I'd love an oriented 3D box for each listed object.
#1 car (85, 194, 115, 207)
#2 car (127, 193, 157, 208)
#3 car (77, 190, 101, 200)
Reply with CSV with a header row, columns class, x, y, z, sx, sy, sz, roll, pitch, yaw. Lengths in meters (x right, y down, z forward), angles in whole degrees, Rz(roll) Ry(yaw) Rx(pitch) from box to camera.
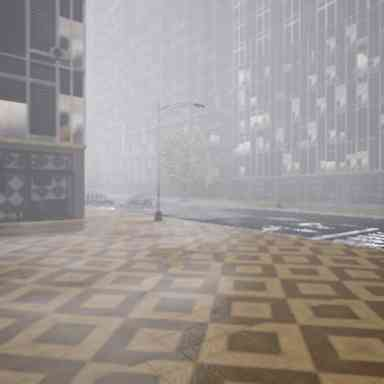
class,x,y,z,sx,sy,sz,roll,pitch,yaw
car,-10.817,0.888,38.344,2.033,1.411,5.357,0,1,-38
car,-5.478,0.913,36.795,2.128,1.511,4.902,0,1,-38
car,-15.455,0.434,49.671,1.895,1.301,4.718,0,1,-38
